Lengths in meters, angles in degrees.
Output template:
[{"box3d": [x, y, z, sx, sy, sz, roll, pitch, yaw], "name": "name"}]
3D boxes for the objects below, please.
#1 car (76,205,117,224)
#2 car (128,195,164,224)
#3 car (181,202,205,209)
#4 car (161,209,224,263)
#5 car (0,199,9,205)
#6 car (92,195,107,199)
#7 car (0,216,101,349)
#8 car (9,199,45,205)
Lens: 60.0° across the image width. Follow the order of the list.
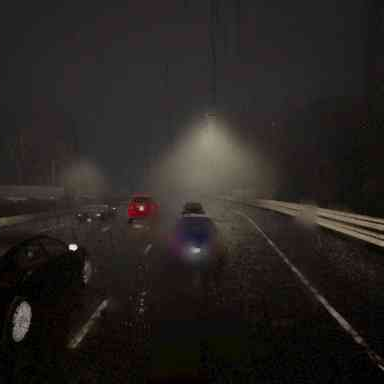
[{"box3d": [-6.909, 1.612, 24.626, 1.895, 1.301, 4.718, 0, 0, 0], "name": "car"}, {"box3d": [-3.408, 1.234, 25.188, 2.150, 2.045, 5.566, 0, 0, 0], "name": "car"}, {"box3d": [0.094, 1.540, 27.281, 1.812, 1.442, 4.674, 0, 0, 0], "name": "car"}, {"box3d": [0.094, 1.530, 11.841, 1.812, 1.442, 4.674, 0, 0, 0], "name": "car"}, {"box3d": [-21.089, 1.501, 36.672, 1.882, 1.535, 5.008, 0, 0, 0], "name": "car"}, {"box3d": [-21.005, 1.375, 77.330, 1.837, 1.490, 4.892, 0, 0, 0], "name": "car"}, {"box3d": [-3.417, 1.479, 6.283, 1.882, 1.535, 5.008, 0, 0, 0], "name": "car"}, {"box3d": [-17.591, 1.501, 36.708, 1.882, 1.535, 5.008, 0, 0, 0], "name": "car"}]
